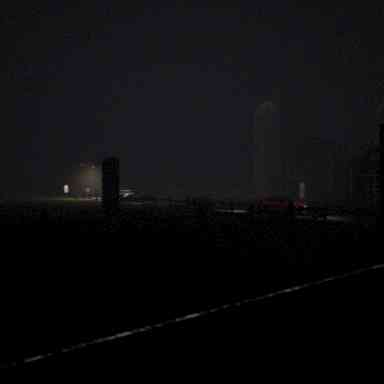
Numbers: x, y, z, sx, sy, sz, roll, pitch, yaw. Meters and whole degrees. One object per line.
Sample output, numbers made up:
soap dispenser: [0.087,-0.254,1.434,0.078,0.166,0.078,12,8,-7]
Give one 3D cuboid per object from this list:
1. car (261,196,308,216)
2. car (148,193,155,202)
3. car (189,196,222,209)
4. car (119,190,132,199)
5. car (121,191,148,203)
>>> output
car: [8.429,1.164,30.754,2.097,1.767,4.553,-1,1,-36]
car: [-8.244,0.969,58.759,2.128,1.511,4.902,-1,1,-36]
car: [1.565,1.193,40.266,2.128,1.511,4.902,-1,1,-36]
car: [-13.582,0.609,66.111,2.150,2.045,5.566,-1,1,-36]
car: [-9.784,1.039,56.072,1.812,1.442,4.674,-1,1,-35]
